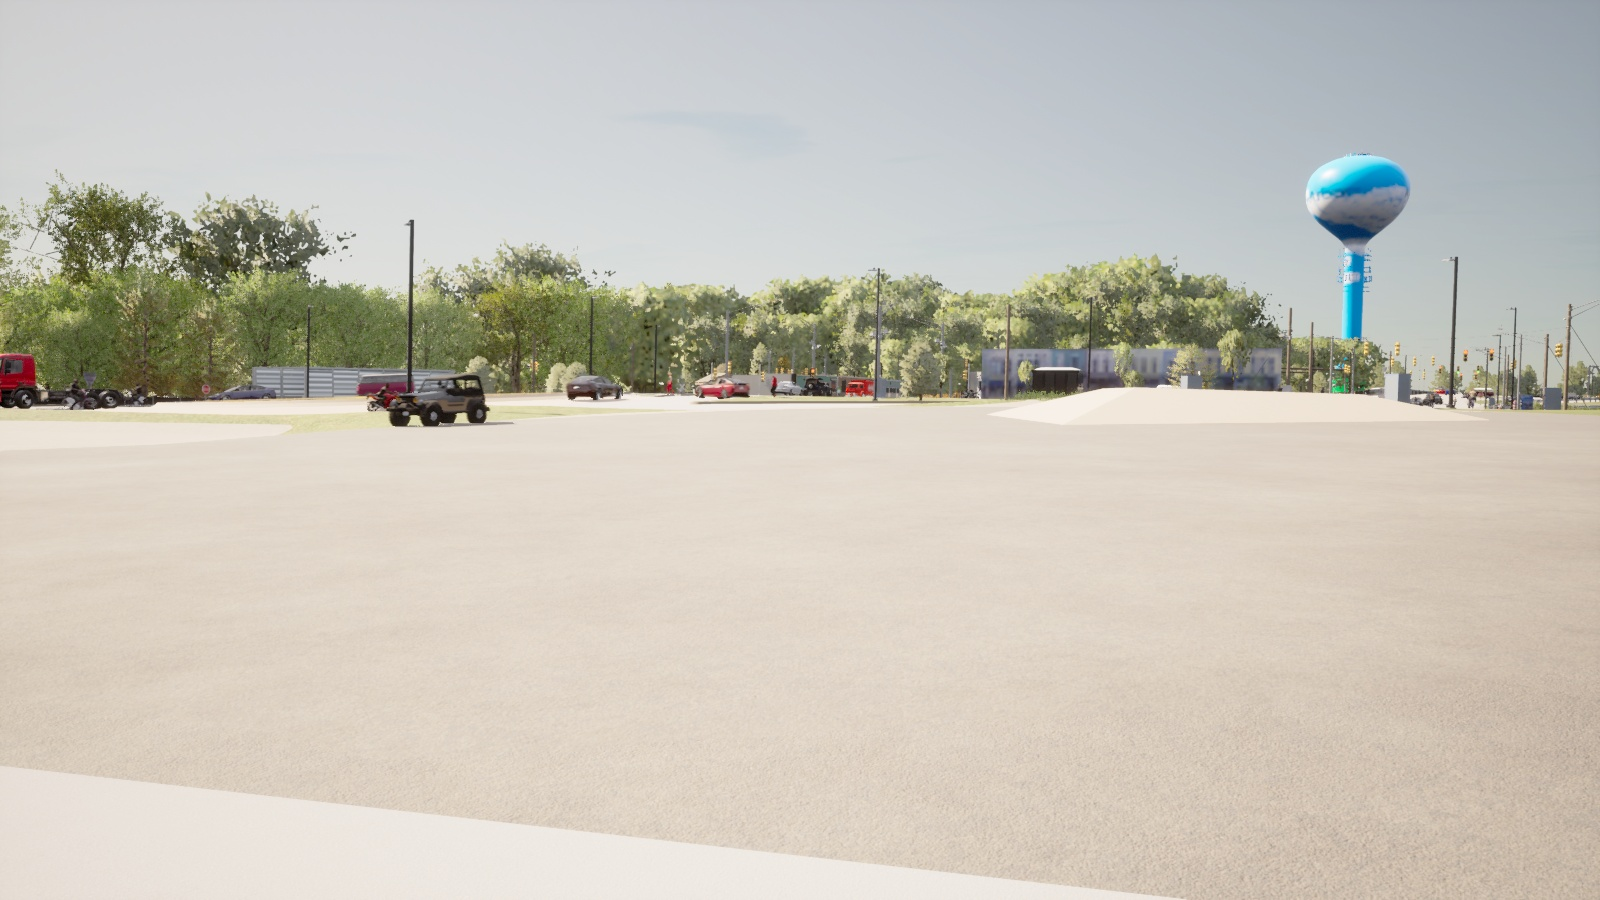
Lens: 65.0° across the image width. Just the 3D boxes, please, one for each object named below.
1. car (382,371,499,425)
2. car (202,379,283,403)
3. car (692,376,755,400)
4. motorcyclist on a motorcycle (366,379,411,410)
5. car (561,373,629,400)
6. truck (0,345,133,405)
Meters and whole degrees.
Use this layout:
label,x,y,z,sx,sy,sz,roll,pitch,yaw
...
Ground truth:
label,x,y,z,sx,sy,sz,roll,pitch,yaw
car,-13.240,-1.952,46.449,1.905,1.878,3.866,1,4,29
car,-40.240,-4.254,90.754,2.163,1.488,4.792,-4,0,40
car,-5.329,-4.311,86.967,2.007,1.525,4.514,1,3,-39
motorcyclist on a motorcycle,-21.604,-2.919,65.883,2.044,1.523,0.797,-2,8,-6
car,-12.551,-3.917,77.149,2.163,1.488,4.792,3,5,17
truck,-46.953,-4.676,79.441,2.891,3.462,7.936,3,3,38
